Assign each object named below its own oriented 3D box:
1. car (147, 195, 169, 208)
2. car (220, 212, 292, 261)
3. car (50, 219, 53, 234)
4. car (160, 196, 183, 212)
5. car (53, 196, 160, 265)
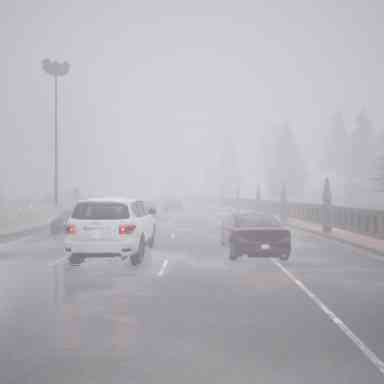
[{"bbox_3d":[-4.896,1.282,47.048,2.097,1.767,4.553,0,0,-20],"label":"car"},{"bbox_3d":[2.149,1.462,12.296,1.882,1.535,5.008,0,0,0],"label":"car"},{"bbox_3d":[-6.416,1.532,18.806,1.994,1.385,4.181,0,0,-4],"label":"car"},{"bbox_3d":[-2.263,1.450,37.527,1.837,1.490,4.892,0,0,-14],"label":"car"},{"bbox_3d":[-2.607,1.203,11.758,2.150,2.045,5.566,0,0,0],"label":"car"}]
